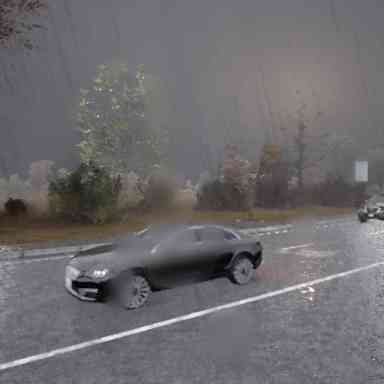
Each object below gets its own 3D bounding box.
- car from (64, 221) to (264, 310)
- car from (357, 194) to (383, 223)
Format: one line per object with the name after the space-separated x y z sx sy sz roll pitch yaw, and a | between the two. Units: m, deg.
-0.416 1.492 7.922 4.902 1.511 2.128 0 0 -36 | car
13.955 1.157 23.778 5.566 2.045 2.150 0 0 -40 | car
